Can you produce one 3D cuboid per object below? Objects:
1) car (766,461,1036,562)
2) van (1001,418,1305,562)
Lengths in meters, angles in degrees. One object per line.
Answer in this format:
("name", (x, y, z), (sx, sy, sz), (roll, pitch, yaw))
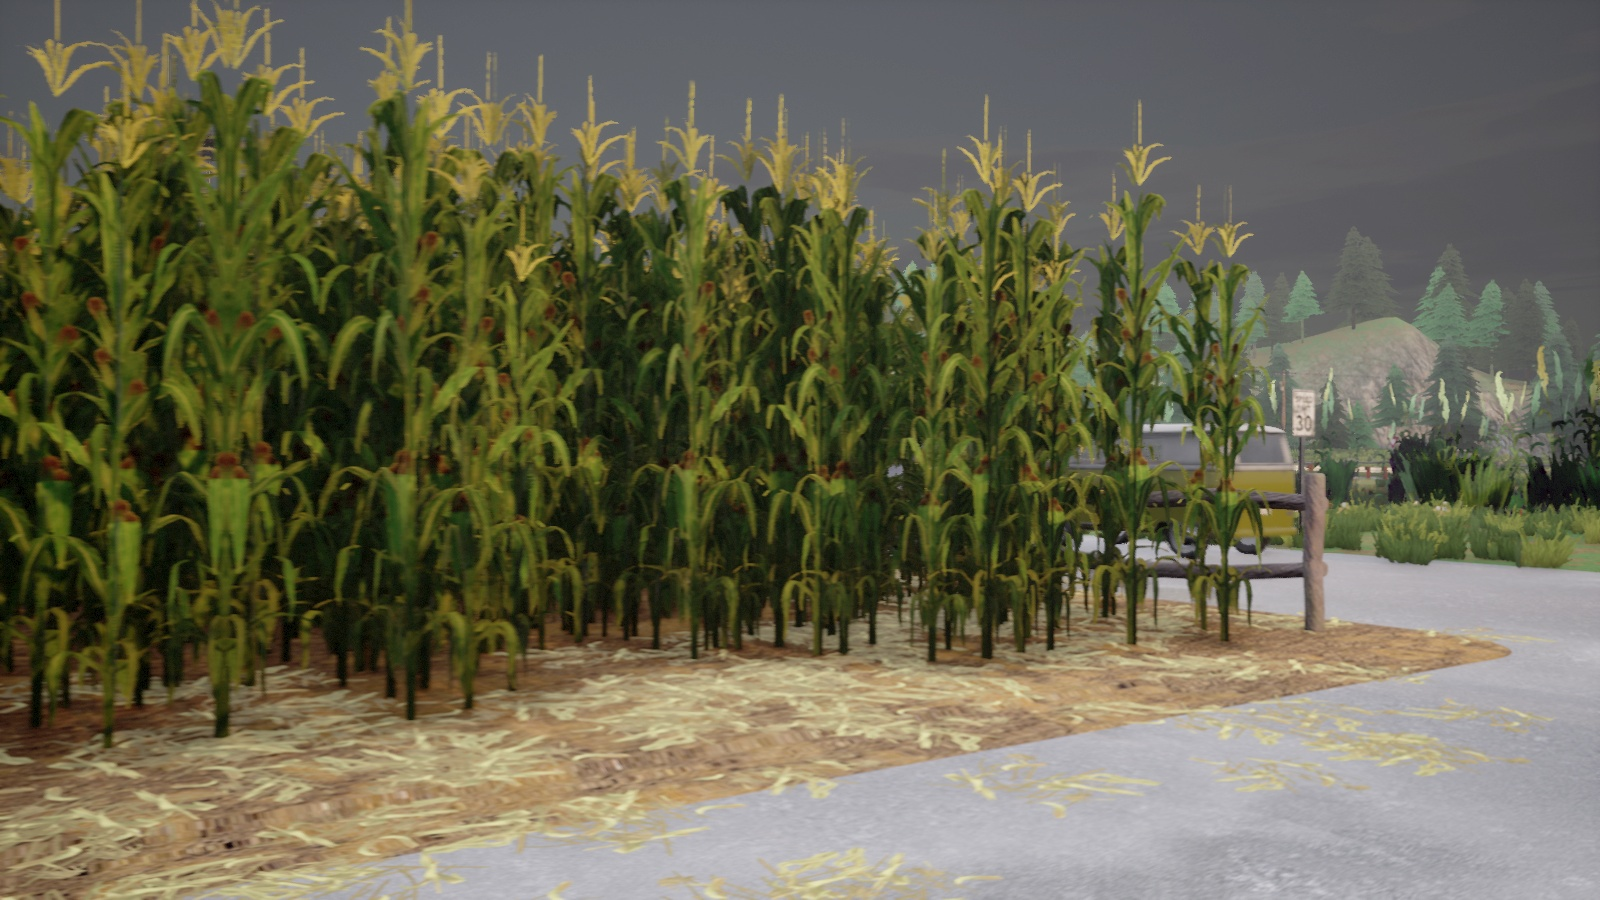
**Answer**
("car", (1.469, 0.873, 19.725), (1.994, 1.385, 4.181), (0, 0, -36))
("van", (5.353, 0.558, 19.597), (1.775, 1.987, 4.442), (0, 0, -35))
